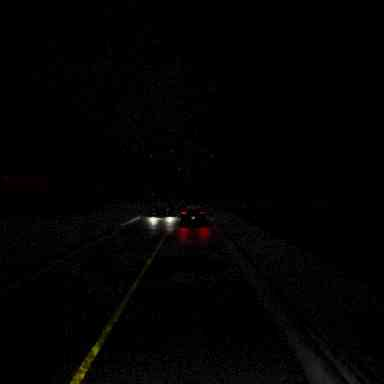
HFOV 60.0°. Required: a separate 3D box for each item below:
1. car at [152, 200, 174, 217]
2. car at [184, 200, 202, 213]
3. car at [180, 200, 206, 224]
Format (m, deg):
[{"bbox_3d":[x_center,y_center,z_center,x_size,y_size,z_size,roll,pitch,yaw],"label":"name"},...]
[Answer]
[{"bbox_3d":[-2.852,1.570,33.059,1.882,1.535,5.008,0,0,0],"label":"car"},{"bbox_3d":[0.086,1.696,41.285,2.033,1.411,5.357,0,0,0],"label":"car"},{"bbox_3d":[0.092,1.575,24.834,1.812,1.442,4.674,0,0,0],"label":"car"}]
